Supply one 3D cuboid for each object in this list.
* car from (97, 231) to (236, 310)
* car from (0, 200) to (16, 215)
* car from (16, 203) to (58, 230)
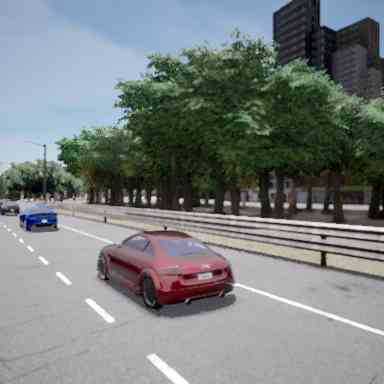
[{"bbox_3d":[-0.847,1.651,8.240,1.994,1.385,4.181,0,-1,-34],"label":"car"},{"bbox_3d":[-21.287,1.923,38.957,1.812,1.442,4.674,0,-1,-34],"label":"car"},{"bbox_3d":[-10.670,1.727,23.005,1.882,1.535,5.008,0,-1,-34],"label":"car"}]
